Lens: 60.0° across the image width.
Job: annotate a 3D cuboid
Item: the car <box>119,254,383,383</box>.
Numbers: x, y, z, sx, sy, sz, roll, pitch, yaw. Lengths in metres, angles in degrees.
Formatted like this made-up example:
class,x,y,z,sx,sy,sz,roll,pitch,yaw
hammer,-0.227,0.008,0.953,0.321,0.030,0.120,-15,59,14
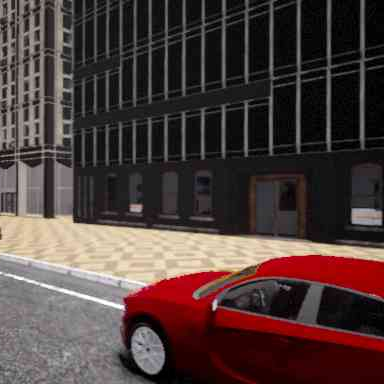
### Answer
class,x,y,z,sx,sy,sz,roll,pitch,yaw
car,1.299,1.487,3.833,5.008,1.535,1.882,0,0,36
